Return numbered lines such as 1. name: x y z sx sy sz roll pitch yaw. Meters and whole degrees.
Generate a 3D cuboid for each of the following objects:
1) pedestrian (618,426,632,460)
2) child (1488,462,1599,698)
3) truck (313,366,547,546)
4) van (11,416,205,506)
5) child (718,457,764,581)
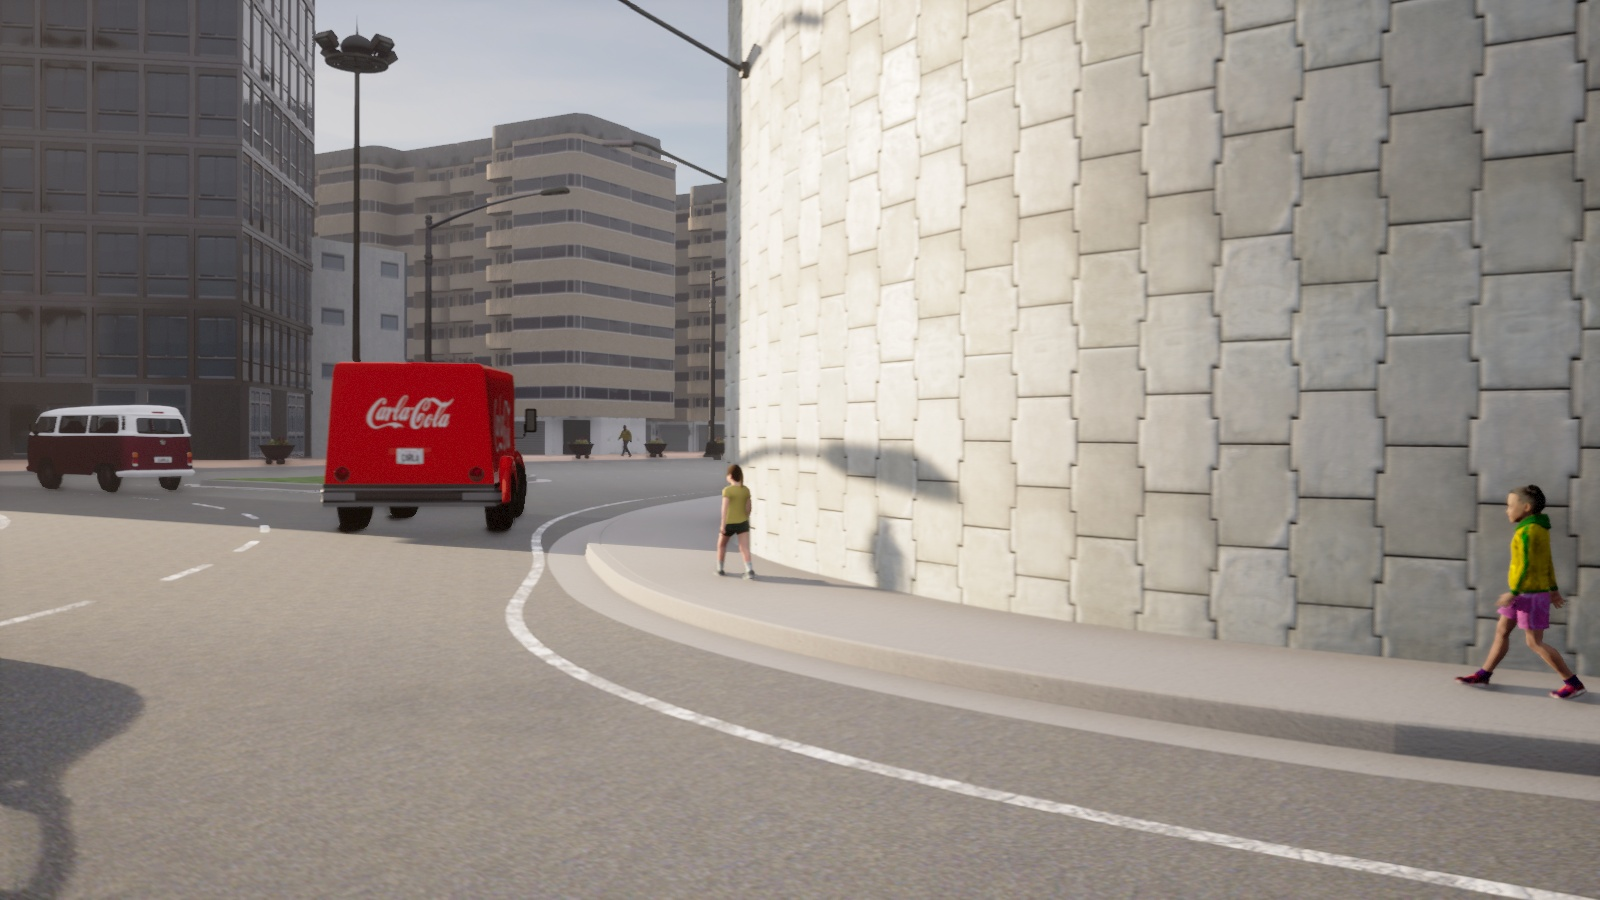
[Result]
1. pedestrian: -9.517 -0.362 68.335 0.370 1.835 0.726 0 1 33
2. child: 3.828 0.644 6.470 0.473 1.160 0.299 0 1 34
3. truck: -5.666 0.047 20.077 2.627 2.467 5.204 -1 1 -6
4. van: -16.721 0.241 30.320 4.480 2.038 2.069 0 1 30
5. child: -0.542 0.625 11.528 0.255 1.110 0.394 -1 1 -30
